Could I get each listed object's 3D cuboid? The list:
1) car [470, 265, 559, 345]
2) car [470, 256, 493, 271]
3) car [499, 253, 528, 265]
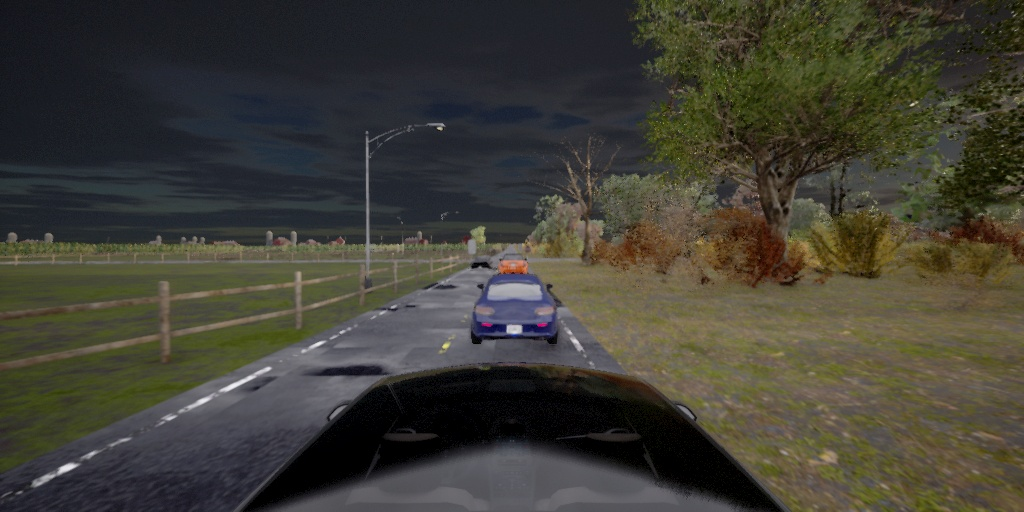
[{"bbox_3d":[0.073,1.127,8.891,1.812,1.442,4.674,0,1,1],"label":"car"},{"bbox_3d":[-2.818,0.655,34.144,1.895,1.301,4.718,0,1,0],"label":"car"},{"bbox_3d":[0.091,0.571,26.788,2.097,1.767,4.553,0,1,0],"label":"car"}]
